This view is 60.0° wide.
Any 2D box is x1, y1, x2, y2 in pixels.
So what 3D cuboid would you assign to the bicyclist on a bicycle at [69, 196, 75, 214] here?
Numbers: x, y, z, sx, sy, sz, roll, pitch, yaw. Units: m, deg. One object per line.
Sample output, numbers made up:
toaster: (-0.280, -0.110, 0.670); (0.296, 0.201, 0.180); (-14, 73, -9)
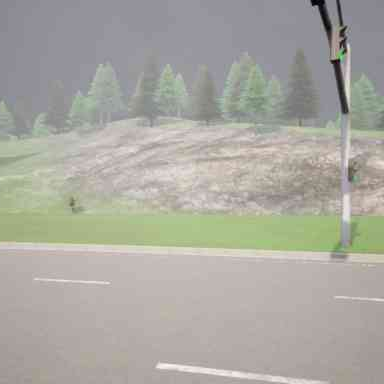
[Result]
bicyclist on a bicycle: (-11.781, 1.250, 32.731); (0.582, 1.620, 1.656); (-2, 12, -8)
